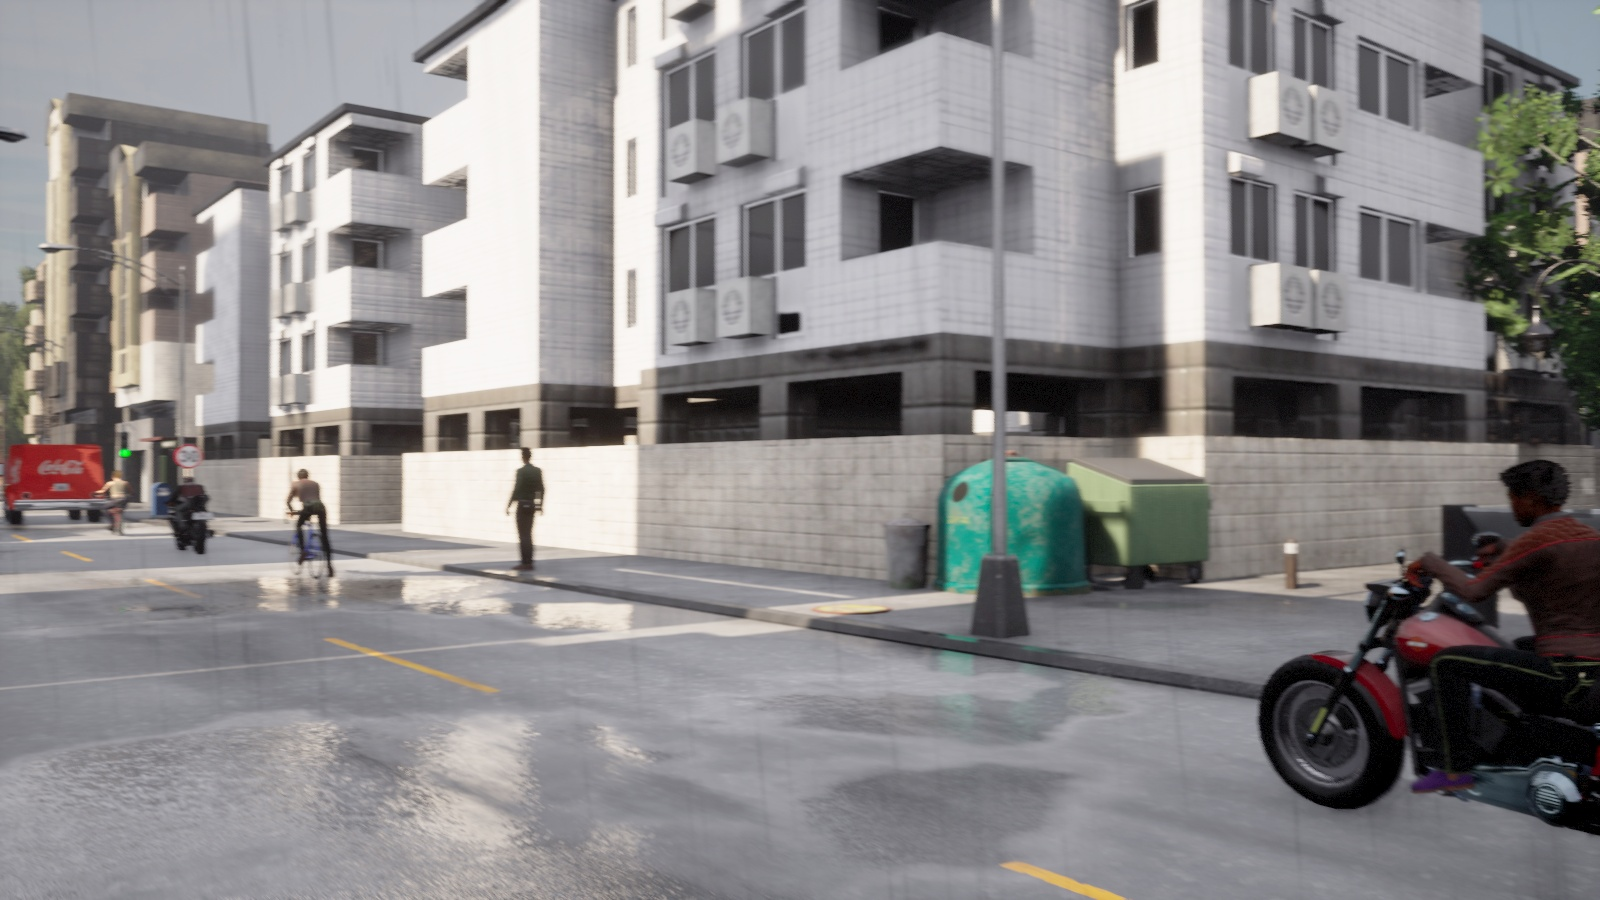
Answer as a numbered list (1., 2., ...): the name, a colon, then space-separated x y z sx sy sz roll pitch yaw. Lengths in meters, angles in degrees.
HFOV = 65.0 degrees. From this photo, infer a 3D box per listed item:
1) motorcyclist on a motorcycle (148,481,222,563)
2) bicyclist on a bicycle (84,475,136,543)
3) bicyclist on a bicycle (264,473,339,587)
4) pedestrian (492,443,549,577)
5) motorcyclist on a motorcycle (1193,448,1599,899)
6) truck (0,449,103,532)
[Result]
1. motorcyclist on a motorcycle: -12.100 1.389 24.665 0.866 1.530 2.191 0 -2 -38
2. bicyclist on a bicycle: -17.004 1.446 30.934 0.866 1.612 1.509 0 -2 -38
3. bicyclist on a bicycle: -7.445 1.160 18.719 0.582 1.620 1.656 0 -2 -38
4. pedestrian: -4.164 0.884 18.690 0.788 1.949 0.423 -1 -1 40
5. motorcyclist on a motorcycle: 2.791 0.828 5.207 0.766 1.649 2.350 -1 -1 -26
6. truck: -24.224 1.250 40.150 2.627 2.467 5.204 0 -1 -38
